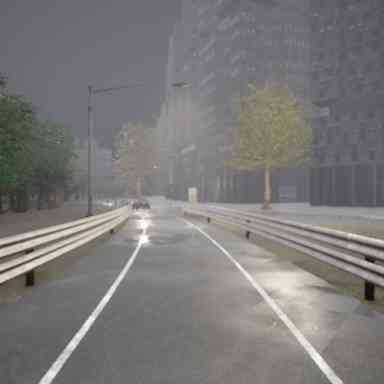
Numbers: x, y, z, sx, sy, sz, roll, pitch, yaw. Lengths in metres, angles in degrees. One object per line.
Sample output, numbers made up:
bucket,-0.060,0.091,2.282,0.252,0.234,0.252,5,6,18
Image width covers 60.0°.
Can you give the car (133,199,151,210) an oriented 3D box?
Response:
car,-7.868,1.806,51.616,2.097,1.767,4.553,0,-1,-19
